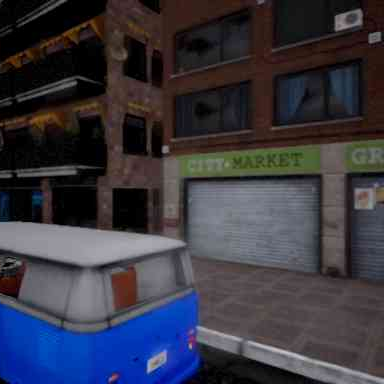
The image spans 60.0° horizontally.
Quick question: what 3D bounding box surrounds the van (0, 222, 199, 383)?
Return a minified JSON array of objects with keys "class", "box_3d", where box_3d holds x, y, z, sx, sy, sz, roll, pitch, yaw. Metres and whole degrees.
[{"class":"van","box_3d":[-1.834,1.340,4.180,3.998,1.788,1.690,0,0,35]}]
